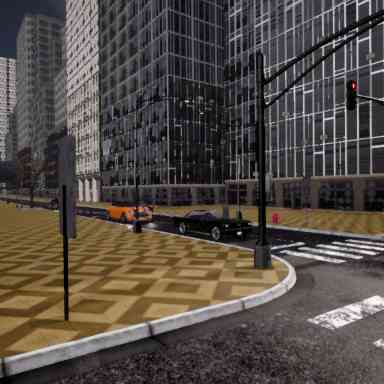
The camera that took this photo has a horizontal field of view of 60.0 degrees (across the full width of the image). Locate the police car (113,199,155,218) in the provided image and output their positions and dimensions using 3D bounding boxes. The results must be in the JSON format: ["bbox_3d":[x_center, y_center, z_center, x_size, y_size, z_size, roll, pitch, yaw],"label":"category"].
[{"bbox_3d":[-5.751,1.533,32.516,2.038,1.542,4.974,-1,0,-35],"label":"police car"}]

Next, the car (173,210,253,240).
[{"bbox_3d":[0.977,1.640,17.534,1.895,1.301,4.718,-1,0,-35],"label":"car"}]

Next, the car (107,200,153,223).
[{"bbox_3d":[-4.958,1.408,25.996,2.097,1.767,4.553,-1,0,-35],"label":"car"}]

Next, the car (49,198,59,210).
[{"bbox_3d":[-17.715,1.586,44.323,1.837,1.490,4.892,-1,0,-34],"label":"car"}]
